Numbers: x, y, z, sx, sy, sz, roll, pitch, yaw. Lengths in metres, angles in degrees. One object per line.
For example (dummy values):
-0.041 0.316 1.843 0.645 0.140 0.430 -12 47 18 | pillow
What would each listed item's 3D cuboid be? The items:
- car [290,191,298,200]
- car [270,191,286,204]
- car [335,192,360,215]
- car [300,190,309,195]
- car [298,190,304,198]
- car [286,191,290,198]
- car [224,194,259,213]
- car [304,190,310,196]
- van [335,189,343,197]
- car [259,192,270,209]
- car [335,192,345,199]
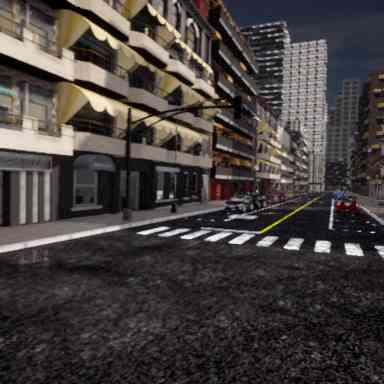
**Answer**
16.967 0.526 58.215 1.752 1.417 4.829 2 1 23 | car
10.498 0.630 43.130 1.967 1.590 4.097 2 1 23 | car
13.835 1.070 29.668 1.967 1.590 4.097 2 1 23 | car
30.109 0.210 88.852 1.802 1.307 4.206 2 1 23 | car
21.392 0.455 68.533 1.802 1.307 4.206 2 1 23 | car
12.674 0.708 48.214 1.802 1.307 4.206 2 1 23 | car
3.959 0.935 27.893 2.008 1.369 4.403 2 1 23 | car
27.930 0.240 83.771 2.008 1.369 4.403 2 1 23 | car
37.809 0.279 85.543 1.690 1.788 3.998 2 1 23 | van
6.137 0.885 32.973 1.947 1.339 4.313 2 1 23 | car
31.267 0.666 70.309 1.887 1.381 4.507 2 1 23 | car
